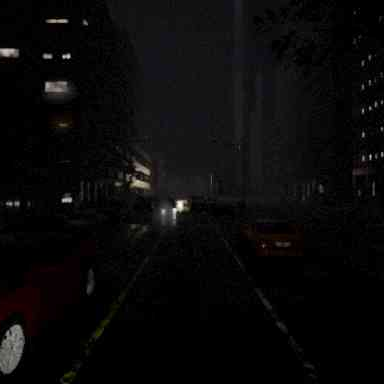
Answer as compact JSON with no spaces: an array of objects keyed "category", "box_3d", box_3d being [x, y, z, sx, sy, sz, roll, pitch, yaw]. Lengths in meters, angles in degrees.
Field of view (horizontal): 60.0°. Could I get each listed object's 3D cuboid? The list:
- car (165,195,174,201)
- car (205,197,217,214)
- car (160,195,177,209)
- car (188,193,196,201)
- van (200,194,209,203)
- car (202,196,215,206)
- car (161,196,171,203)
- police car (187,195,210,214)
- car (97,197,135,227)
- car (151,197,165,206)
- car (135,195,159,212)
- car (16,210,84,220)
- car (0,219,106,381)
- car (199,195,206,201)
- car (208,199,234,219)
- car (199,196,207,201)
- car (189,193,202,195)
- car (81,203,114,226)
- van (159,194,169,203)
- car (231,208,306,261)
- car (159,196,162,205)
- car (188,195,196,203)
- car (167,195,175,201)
[{"category":"car","box_3d":[-5.673,1.574,84.432,2.008,1.369,4.403,1,0,0]},{"category":"car","box_3d":[2.704,1.556,34.303,2.008,1.369,4.403,1,0,0]},{"category":"car","box_3d":[-3.085,1.513,45.990,1.837,1.490,4.892,0,0,0]},{"category":"car","box_3d":[0.006,1.237,86.493,2.150,2.045,5.566,0,0,0]},{"category":"van","box_3d":[2.710,1.360,73.293,1.690,1.788,3.998,1,0,0]},{"category":"car","box_3d":[2.707,1.452,56.583,1.967,1.590,4.097,1,0,0]},{"category":"car","box_3d":[-5.673,1.544,73.124,1.752,1.417,4.829,1,0,0]},{"category":"police car","box_3d":[0.687,1.430,36.087,1.930,1.638,5.238,0,0,-3]},{"category":"car","box_3d":[-5.673,1.318,23.167,2.192,1.841,5.009,1,0,0]},{"category":"car","box_3d":[-5.675,1.578,56.584,1.947,1.339,4.313,1,0,0]},{"category":"car","box_3d":[-5.673,1.322,39.875,2.192,1.841,5.009,1,0,0]},{"category":"car","box_3d":[-5.678,1.567,12.028,1.947,1.339,4.313,1,0,0]},{"category":"car","box_3d":[-3.100,1.478,5.651,1.882,1.535,5.008,0,0,0]},{"category":"car","box_3d":[2.708,1.552,90.170,1.752,1.417,4.829,1,0,0]},{"category":"car","box_3d":[2.703,1.555,28.735,2.008,1.369,4.403,1,0,0]},{"category":"car","box_3d":[2.707,1.605,84.430,1.802,1.307,4.206,1,0,0]},{"category":"car","box_3d":[0.529,1.360,45.871,2.097,1.767,4.553,0,0,-6]},{"category":"car","box_3d":[-5.677,1.527,17.427,1.752,1.417,4.829,1,0,0]},{"category":"van","box_3d":[-5.671,1.357,67.724,1.690,1.788,3.998,1,0,0]},{"category":"car","box_3d":[2.702,1.526,12.196,1.752,1.417,4.829,1,0,0]},{"category":"car","box_3d":[-5.676,1.553,45.445,1.887,1.381,4.507,1,0,0]},{"category":"car","box_3d":[0.005,1.487,71.263,1.812,1.442,4.674,0,0,0]},{"category":"car","box_3d":[-5.672,1.551,89.833,1.752,1.417,4.829,1,0,0]}]
